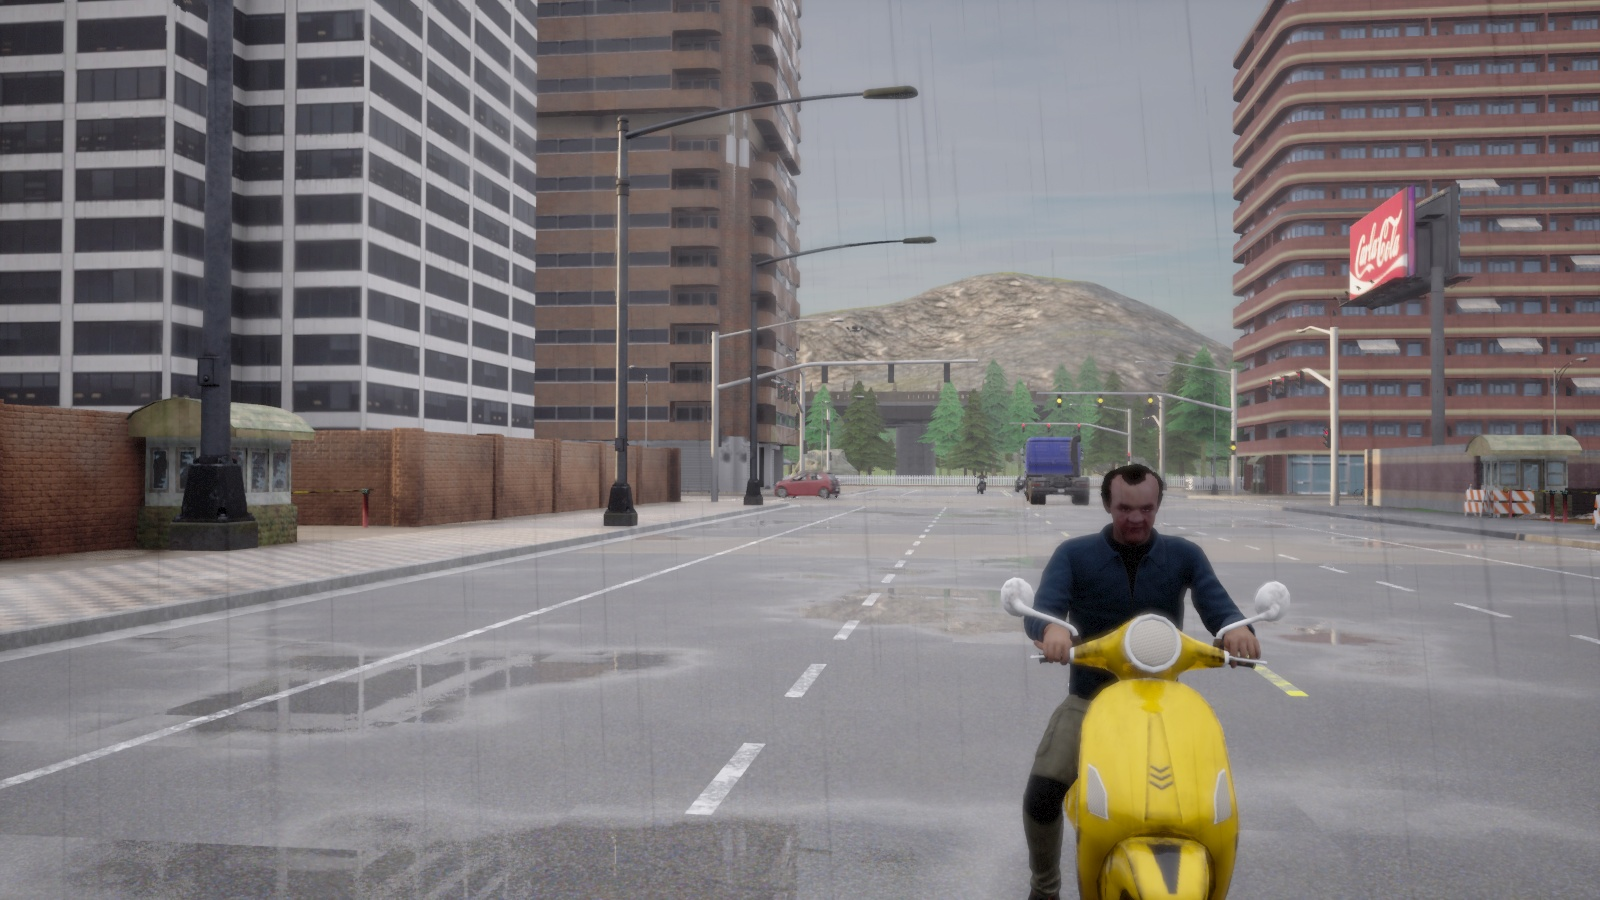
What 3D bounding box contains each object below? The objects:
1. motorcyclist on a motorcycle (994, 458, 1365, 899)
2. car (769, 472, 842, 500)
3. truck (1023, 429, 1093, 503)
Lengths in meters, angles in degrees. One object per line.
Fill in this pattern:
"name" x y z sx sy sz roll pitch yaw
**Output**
"motorcyclist on a motorcycle" 1.080 0.831 4.042 0.866 1.590 1.817 0 -1 8
"car" 0.315 1.998 69.919 3.633 1.501 1.845 -1 -1 21
"truck" 12.805 0.835 62.916 2.891 3.462 7.936 0 -1 8
